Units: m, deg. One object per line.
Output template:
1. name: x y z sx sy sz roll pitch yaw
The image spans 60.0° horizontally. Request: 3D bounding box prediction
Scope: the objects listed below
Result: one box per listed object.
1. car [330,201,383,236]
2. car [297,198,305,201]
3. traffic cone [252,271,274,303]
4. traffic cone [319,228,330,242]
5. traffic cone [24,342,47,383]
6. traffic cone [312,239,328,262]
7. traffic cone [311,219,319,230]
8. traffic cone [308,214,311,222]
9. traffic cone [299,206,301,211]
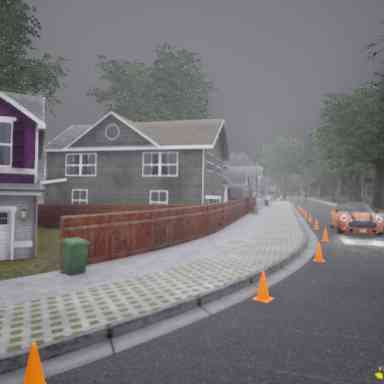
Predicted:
1. car: 8.958 1.316 18.366 2.097 1.767 4.553 1 0 16
2. car: 19.066 1.385 57.694 2.128 1.511 4.902 1 0 16
3. traffic cone: 1.476 1.930 6.882 0.340 0.580 0.340 0 1 40
4. traffic cone: 5.927 1.891 14.780 0.340 0.580 0.340 1 0 19
5. traffic cone: -1.735 1.952 3.657 0.340 0.580 0.340 0 0 -40
6. traffic cone: 4.058 1.907 10.630 0.340 0.580 0.340 1 1 29
7. traffic cone: 7.273 1.890 19.440 0.340 0.580 0.340 1 0 16
8. traffic cone: 8.613 1.901 24.258 0.340 0.580 0.340 1 0 16
9. traffic cone: 11.294 1.924 33.894 0.340 0.580 0.340 1 0 16
